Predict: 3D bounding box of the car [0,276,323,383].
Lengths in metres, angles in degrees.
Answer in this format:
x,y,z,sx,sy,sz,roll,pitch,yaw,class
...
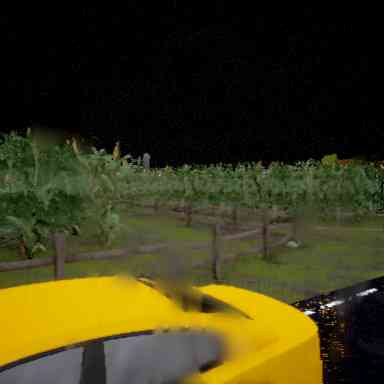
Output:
x,y,z,sx,sy,sz,roll,pitch,yaw,class
-1.185,1.471,2.235,5.008,1.535,1.882,0,0,-35,car
